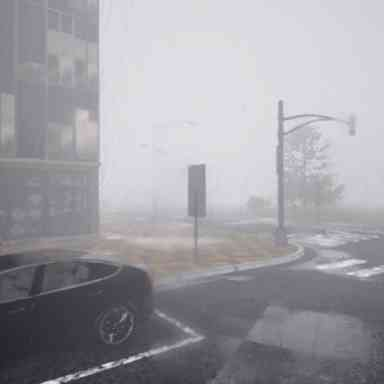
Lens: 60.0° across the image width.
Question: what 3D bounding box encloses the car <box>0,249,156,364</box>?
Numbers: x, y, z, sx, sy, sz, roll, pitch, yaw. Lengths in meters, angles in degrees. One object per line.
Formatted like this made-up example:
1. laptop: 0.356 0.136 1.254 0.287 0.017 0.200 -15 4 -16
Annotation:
1. car: -2.582 1.571 4.727 4.313 1.339 1.947 1 -1 -35

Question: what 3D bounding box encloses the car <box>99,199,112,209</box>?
1. car: -13.255 1.691 48.510 2.128 1.511 4.902 0 0 -36
